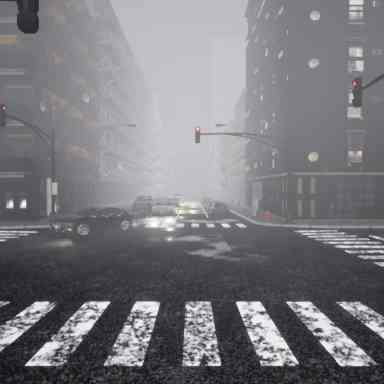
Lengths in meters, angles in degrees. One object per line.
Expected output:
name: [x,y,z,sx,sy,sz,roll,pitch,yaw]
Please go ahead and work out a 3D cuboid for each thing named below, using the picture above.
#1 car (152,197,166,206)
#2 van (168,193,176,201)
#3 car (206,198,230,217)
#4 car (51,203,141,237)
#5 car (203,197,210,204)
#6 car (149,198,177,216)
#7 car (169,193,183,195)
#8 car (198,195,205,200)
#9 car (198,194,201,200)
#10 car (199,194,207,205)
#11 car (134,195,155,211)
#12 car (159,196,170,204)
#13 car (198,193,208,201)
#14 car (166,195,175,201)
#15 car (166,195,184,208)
car: [-5.261,1.563,53.658,1.802,1.307,4.206,-1,0,0]
van: [-5.225,1.302,86.881,1.690,1.788,3.998,-1,0,0]
car: [2.593,1.572,31.439,1.802,1.307,4.206,-1,0,0]
car: [-5.329,1.502,18.388,1.837,1.490,4.892,3,1,33]
car: [2.599,1.539,36.978,2.008,1.369,4.403,-1,0,0]
car: [-2.809,1.590,32.970,1.895,1.301,4.718,0,0,0]
car: [-2.674,1.218,64.448,2.150,2.045,5.566,0,0,0]
car: [2.665,1.539,92.370,1.802,1.307,4.206,-1,0,0]
car: [2.645,1.551,75.752,1.802,1.307,4.206,-1,0,0]
car: [2.625,1.523,59.135,1.887,1.381,4.507,-1,0,0]
car: [-5.284,1.303,37.046,2.192,1.841,5.009,-1,0,0]
car: [-5.248,1.557,64.732,1.802,1.307,4.206,-1,0,0]
car: [2.649,1.280,81.292,2.192,1.841,5.009,-1,0,0]
car: [-5.229,1.490,81.174,1.752,1.417,4.829,-1,0,0]
car: [-2.743,1.531,48.543,2.033,1.411,5.357,0,0,1]
